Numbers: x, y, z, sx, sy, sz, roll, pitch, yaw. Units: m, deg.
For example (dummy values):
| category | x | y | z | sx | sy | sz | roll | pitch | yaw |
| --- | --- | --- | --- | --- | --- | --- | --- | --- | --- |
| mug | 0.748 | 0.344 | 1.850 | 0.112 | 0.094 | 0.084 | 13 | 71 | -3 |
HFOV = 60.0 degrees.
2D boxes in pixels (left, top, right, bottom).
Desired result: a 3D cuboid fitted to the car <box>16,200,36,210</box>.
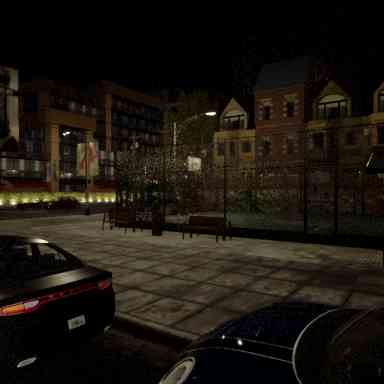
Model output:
| category | x | y | z | sx | sy | sz | roll | pitch | yaw |
| --- | --- | --- | --- | --- | --- | --- | --- | --- | --- |
| car | -19.582 | 1.600 | 42.099 | 1.895 | 1.301 | 4.718 | 0 | 0 | 35 |

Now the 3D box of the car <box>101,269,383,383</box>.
| category | x | y | z | sx | sy | sz | roll | pitch | yaw |
| --- | --- | --- | --- | --- | --- | --- | --- | --- | --- |
| car | 1.858 | 1.354 | 1.986 | 4.553 | 1.767 | 2.185 | 0 | 0 | 35 |

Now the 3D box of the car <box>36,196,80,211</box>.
| category | x | y | z | sx | sy | sz | roll | pitch | yaw |
| --- | --- | --- | --- | --- | --- | --- | --- | --- | --- |
| car | -16.156 | 1.352 | 40.891 | 2.097 | 1.767 | 4.553 | 0 | 0 | 35 |

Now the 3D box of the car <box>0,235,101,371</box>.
| category | x | y | z | sx | sy | sz | roll | pitch | yaw |
| --- | --- | --- | --- | --- | --- | --- | --- | --- | --- |
| car | -3.469 | 1.480 | 5.582 | 5.008 | 1.535 | 2.097 | 0 | 0 | 35 |
